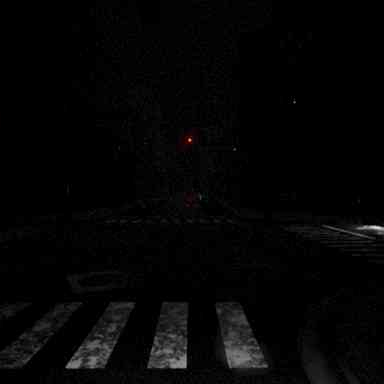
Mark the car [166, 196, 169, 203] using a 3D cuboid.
[{"bbox_3d":[-5.628,1.624,58.111,2.008,1.369,4.403,0,0,0],"label":"car"}]

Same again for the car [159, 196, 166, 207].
[{"bbox_3d":[-5.638,1.643,52.600,1.802,1.307,4.206,0,0,0],"label":"car"}]

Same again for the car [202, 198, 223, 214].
[{"bbox_3d":[2.357,1.600,36.053,1.947,1.339,4.313,0,0,0],"label":"car"}]

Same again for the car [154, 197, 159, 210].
[{"bbox_3d":[-5.658,1.482,41.579,1.967,1.590,4.097,0,0,0],"label":"car"}]

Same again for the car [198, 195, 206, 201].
[{"bbox_3d":[2.448,1.585,85.650,1.967,1.590,4.097,0,0,0],"label":"car"}]

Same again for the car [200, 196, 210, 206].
[{"bbox_3d":[2.377,1.633,47.075,1.802,1.307,4.206,0,0,0],"label":"car"}]

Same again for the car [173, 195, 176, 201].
[{"bbox_3d":[-5.588,1.680,80.154,2.008,1.369,4.403,0,0,0],"label":"car"}]

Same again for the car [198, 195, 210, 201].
[{"bbox_3d":[2.387,1.628,52.586,1.947,1.339,4.313,0,0,0],"label":"car"}]

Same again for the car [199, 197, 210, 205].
[{"bbox_3d":[2.407,1.636,63.607,2.008,1.369,4.403,0,0,0],"label":"car"}]

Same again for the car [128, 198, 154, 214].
[{"bbox_3d":[-5.668,1.474,36.068,1.967,1.590,4.097,0,0,0],"label":"car"}]

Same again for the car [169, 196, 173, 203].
[{"bbox_3d":[-5.608,1.540,69.132,1.967,1.590,4.097,0,0,0],"label":"car"}]

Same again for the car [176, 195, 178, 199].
[{"bbox_3d":[-5.567,1.705,91.176,1.887,1.381,4.507,0,0,0],"label":"car"}]

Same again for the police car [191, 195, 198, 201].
[{"bbox_3d":[0.644,1.583,90.134,1.930,1.638,5.238,0,0,0],"label":"police car"}]

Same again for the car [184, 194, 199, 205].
[{"bbox_3d":[-0.131,1.563,63.308,1.882,1.535,5.008,0,0,0],"label":"car"}]

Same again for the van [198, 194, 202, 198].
[{"bbox_3d":[2.397,1.414,58.097,1.690,1.788,3.998,0,0,0],"label":"van"}]
